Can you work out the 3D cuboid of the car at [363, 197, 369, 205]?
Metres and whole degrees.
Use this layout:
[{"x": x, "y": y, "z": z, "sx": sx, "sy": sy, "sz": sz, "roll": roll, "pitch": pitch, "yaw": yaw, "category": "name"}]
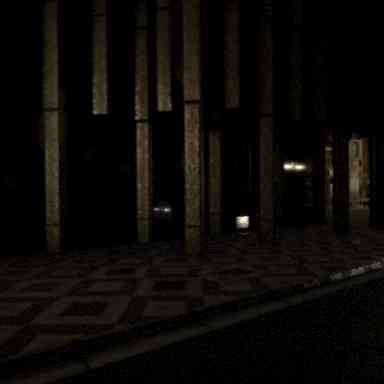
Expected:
[{"x": 26.245, "y": 1.485, "z": 49.949, "sx": 1.752, "sy": 1.417, "sz": 4.829, "roll": -2, "pitch": 0, "yaw": -35, "category": "car"}]
